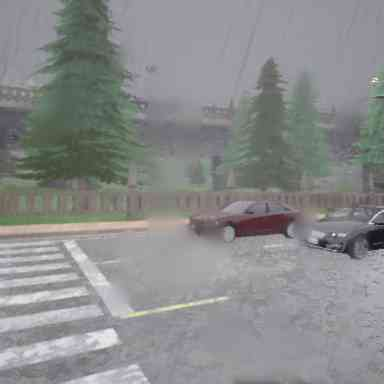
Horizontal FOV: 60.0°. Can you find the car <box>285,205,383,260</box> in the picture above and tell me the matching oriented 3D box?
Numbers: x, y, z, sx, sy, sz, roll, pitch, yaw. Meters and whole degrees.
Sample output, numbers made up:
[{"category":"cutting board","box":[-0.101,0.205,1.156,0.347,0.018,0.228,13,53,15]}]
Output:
[{"category":"car","box":[5.818,1.207,11.136,4.902,1.511,2.128,0,2,-28]}]

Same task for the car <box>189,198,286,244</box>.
[{"category":"car","box":[2.266,1.018,13.193,5.008,1.535,1.882,0,2,-28]}]
